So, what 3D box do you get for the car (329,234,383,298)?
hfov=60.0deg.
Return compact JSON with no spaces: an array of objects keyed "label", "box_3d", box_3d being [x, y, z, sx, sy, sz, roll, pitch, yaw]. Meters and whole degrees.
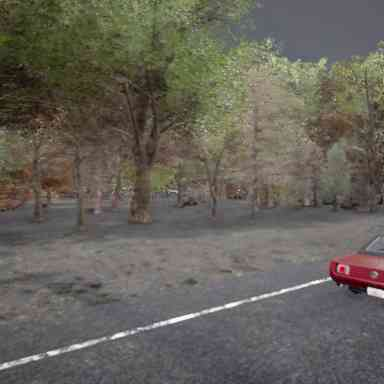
[{"label":"car","box_3d":[5.233,1.579,7.476,4.718,1.301,1.895,0,0,-35]}]
